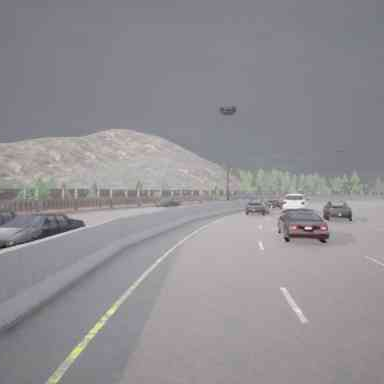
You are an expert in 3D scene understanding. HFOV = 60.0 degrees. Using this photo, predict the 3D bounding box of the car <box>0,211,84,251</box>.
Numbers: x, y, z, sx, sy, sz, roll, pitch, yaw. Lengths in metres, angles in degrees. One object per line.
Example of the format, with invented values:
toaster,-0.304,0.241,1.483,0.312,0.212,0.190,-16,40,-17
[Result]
car,-6.068,1.547,13.096,2.033,1.411,5.357,0,0,8

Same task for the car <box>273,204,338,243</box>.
car,5.297,1.547,16.276,2.033,1.411,5.357,0,0,10

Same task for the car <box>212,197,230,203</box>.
car,4.959,1.524,53.901,1.812,1.442,4.674,0,0,32

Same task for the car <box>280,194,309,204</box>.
car,10.636,1.219,33.977,2.150,2.045,5.566,0,0,21

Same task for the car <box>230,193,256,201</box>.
car,8.682,1.219,53.332,2.150,2.045,5.566,0,0,33

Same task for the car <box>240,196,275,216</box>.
car,6.620,1.491,33.286,2.128,1.511,4.902,0,0,21

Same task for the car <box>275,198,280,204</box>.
car,10.897,1.503,42.844,1.837,1.490,4.892,0,0,28

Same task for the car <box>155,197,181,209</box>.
car,-3.277,1.504,46.051,1.837,1.490,4.892,0,0,26

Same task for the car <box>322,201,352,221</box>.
car,11.747,1.491,27.018,2.128,1.511,4.902,0,0,18

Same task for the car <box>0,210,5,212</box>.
car,-9.319,1.547,15.050,2.033,1.411,5.357,0,0,9
